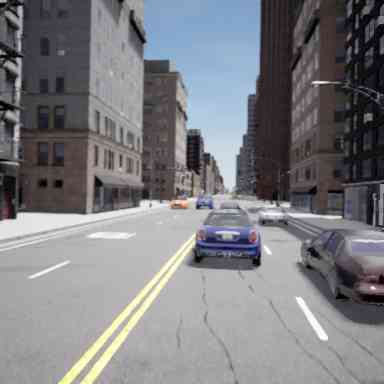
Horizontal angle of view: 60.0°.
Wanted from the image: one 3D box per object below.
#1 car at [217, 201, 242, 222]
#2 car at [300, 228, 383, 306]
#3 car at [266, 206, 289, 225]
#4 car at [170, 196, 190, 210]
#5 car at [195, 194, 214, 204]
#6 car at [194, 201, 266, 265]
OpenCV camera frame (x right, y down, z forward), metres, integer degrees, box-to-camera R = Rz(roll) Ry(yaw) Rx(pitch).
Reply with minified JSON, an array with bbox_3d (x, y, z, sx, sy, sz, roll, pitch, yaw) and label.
[{"bbox_3d":[3.283,1.586,28.883,1.882,1.535,5.008,1,0,7],"label":"car"},{"bbox_3d":[4.139,1.646,8.426,2.033,1.411,5.357,1,0,7],"label":"car"},{"bbox_3d":[6.152,1.764,25.596,1.895,1.301,4.718,1,0,7],"label":"car"},{"bbox_3d":[-1.568,1.380,44.673,2.097,1.767,4.553,1,0,7],"label":"car"},{"bbox_3d":[1.771,1.323,45.196,2.150,2.045,5.566,1,0,7],"label":"car"},{"bbox_3d":[1.333,1.396,12.195,2.097,1.767,4.553,1,0,7],"label":"car"}]
